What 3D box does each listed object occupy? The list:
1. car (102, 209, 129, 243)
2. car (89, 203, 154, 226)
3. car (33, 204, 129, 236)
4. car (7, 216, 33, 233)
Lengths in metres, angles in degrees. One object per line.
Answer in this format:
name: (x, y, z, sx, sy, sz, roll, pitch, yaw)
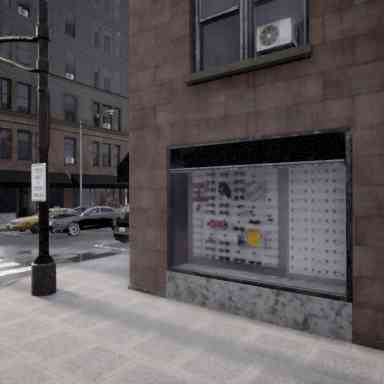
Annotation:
car: (-1.622, 1.561, 15.182, 1.947, 1.339, 4.313, 0, 0, 35)
car: (-5.008, 1.585, 24.256, 2.008, 1.369, 4.403, 0, 0, 35)
car: (-5.868, 1.511, 18.694, 2.128, 1.511, 4.902, 0, 0, 36)
car: (-8.250, 1.555, 19.711, 1.752, 1.417, 4.829, 0, 0, 35)
